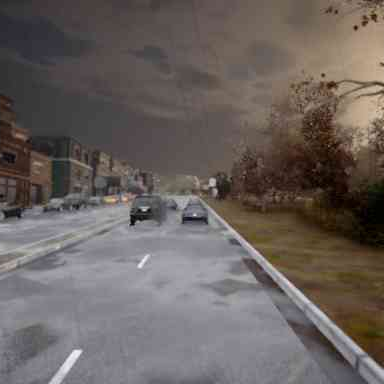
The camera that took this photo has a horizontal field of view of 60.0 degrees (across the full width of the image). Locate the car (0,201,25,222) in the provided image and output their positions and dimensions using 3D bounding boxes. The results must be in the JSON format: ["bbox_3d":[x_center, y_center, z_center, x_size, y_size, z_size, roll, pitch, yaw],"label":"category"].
[{"bbox_3d":[-14.887,1.450,25.967,2.163,1.488,4.792,0,0,0],"label":"car"}]

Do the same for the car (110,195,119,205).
[{"bbox_3d":[-14.870,1.456,58.838,1.946,1.575,5.366,0,0,0],"label":"car"}]

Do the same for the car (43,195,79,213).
[{"bbox_3d":[-14.879,1.435,37.055,2.231,1.521,4.892,0,0,0],"label":"car"}]

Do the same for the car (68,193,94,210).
[{"bbox_3d":[-14.876,1.189,42.545,2.435,2.045,5.566,0,0,0],"label":"car"}]

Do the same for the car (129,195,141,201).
[{"bbox_3d":[-14.857,1.492,86.780,2.231,1.521,4.892,0,0,0],"label":"car"}]

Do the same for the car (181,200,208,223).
[{"bbox_3d":[0.213,1.589,25.643,1.994,1.385,4.181,0,0,0],"label":"car"}]

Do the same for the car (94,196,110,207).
[{"bbox_3d":[-14.928,1.452,51.966,2.231,1.521,4.892,0,0,1],"label":"car"}]

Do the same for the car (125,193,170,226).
[{"bbox_3d":[-3.041,1.239,23.974,2.150,2.045,5.566,0,0,0],"label":"car"}]

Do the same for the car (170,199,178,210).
[{"bbox_3d":[-2.950,1.600,43.216,1.994,1.385,4.181,0,0,0],"label":"car"}]

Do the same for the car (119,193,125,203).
[{"bbox_3d":[-14.867,1.340,64.580,2.185,1.767,4.553,0,0,0],"label":"car"}]

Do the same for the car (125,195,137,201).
[{"bbox_3d":[-14.862,1.486,81.254,2.231,1.521,4.892,0,0,0],"label":"car"}]

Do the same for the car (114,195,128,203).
[{"bbox_3d":[-14.865,1.469,69.888,1.946,1.575,5.366,0,0,0],"label":"car"}]

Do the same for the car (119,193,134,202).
[{"bbox_3d":[-14.862,1.227,75.571,2.435,2.045,5.566,0,0,0],"label":"car"}]
